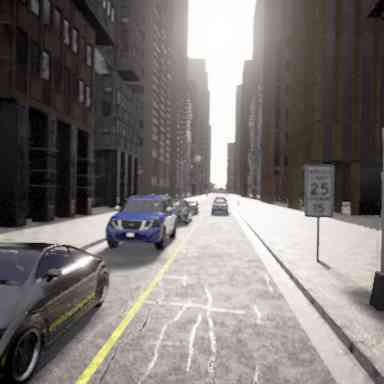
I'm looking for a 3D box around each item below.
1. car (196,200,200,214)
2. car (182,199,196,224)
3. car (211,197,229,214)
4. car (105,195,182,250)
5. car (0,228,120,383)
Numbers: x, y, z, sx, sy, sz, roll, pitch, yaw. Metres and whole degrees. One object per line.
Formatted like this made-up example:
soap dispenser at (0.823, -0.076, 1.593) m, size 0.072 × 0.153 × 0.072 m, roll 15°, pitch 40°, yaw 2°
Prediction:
car at (-0.246, 1.454, 34.616) m, size 2.128 × 1.511 × 4.902 m, roll 1°, pitch 0°, yaw 4°
car at (-1.144, 1.309, 24.338) m, size 2.097 × 1.767 × 4.553 m, roll 1°, pitch 0°, yaw 5°
car at (2.995, 1.566, 35.541) m, size 2.033 × 1.411 × 5.357 m, roll 1°, pitch 0°, yaw 5°
car at (-1.970, 1.173, 14.624) m, size 2.150 × 2.045 × 5.566 m, roll 1°, pitch 0°, yaw 5°
car at (-2.771, 1.510, 5.149) m, size 1.994 × 1.385 × 4.181 m, roll 1°, pitch 0°, yaw 5°
